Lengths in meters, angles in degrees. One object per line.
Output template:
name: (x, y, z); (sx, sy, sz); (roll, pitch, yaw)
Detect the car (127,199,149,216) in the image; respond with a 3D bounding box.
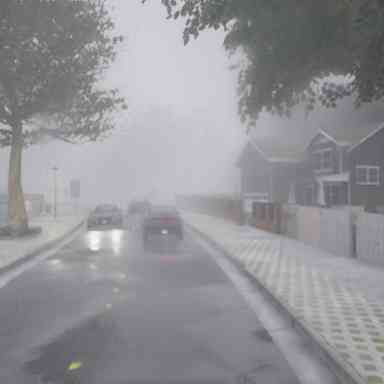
car: (-4.824, 1.338, 30.435); (2.128, 1.511, 4.902); (0, 0, -17)

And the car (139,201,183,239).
car: (-1.578, 1.430, 16.753); (1.837, 1.490, 4.892); (0, 1, -9)

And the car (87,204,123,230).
car: (-5.241, 1.461, 20.406); (1.994, 1.385, 4.181); (0, 0, -12)
